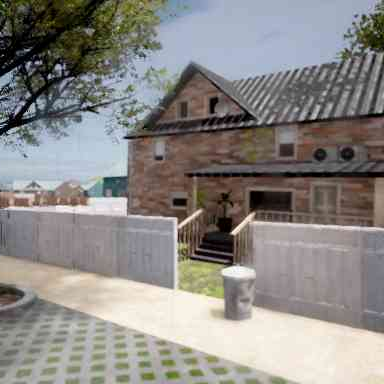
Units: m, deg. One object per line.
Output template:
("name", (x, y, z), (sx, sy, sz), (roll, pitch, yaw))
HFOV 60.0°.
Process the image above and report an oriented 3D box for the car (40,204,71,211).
("car", (-13.937, 1.867, 32.428), (4.181, 1.385, 1.994), (1, 1, -44))
